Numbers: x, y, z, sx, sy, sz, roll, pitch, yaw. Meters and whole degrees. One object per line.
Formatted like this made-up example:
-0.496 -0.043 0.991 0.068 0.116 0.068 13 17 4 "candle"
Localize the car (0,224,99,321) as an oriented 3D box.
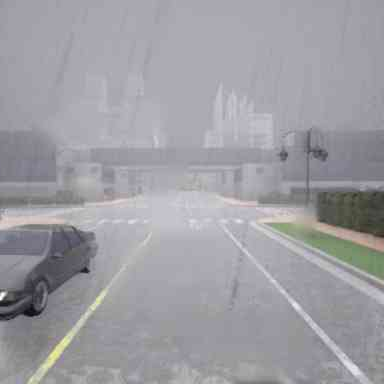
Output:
-3.634 1.481 7.633 2.033 1.411 5.357 0 1 -1 "car"
